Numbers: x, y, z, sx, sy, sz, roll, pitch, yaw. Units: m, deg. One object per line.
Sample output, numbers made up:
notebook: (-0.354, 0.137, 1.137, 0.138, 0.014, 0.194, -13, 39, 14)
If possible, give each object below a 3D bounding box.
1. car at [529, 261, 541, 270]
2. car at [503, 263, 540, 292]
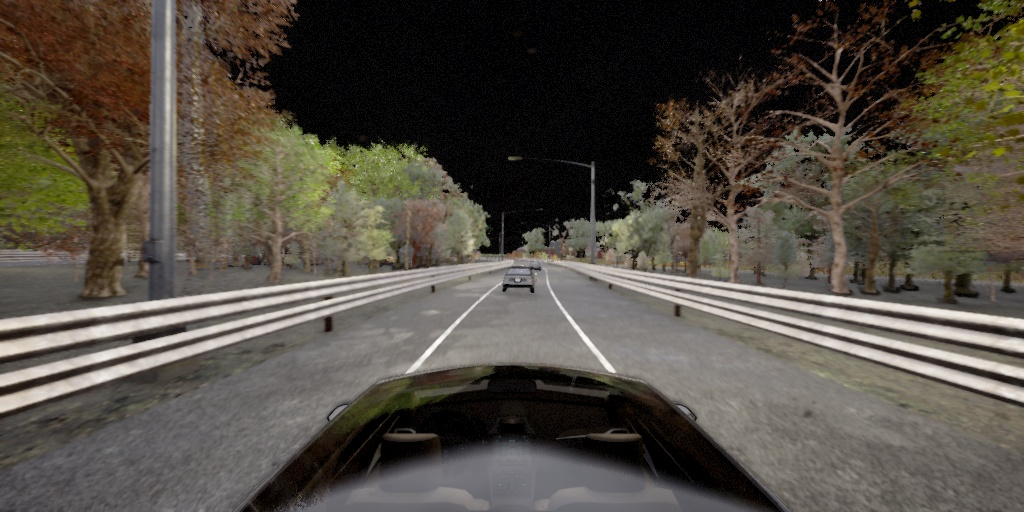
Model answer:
car: (3.480, 1.480, 55.153, 1.994, 1.385, 4.181, 0, 0, 4)
car: (0.506, 1.350, 21.944, 2.033, 1.411, 5.357, 0, 0, 5)
